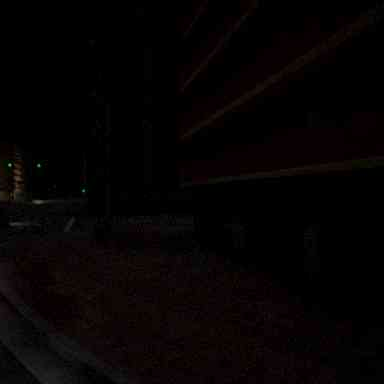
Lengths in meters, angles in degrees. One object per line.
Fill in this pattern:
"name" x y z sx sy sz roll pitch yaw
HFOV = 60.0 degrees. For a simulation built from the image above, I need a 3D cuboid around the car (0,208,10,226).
"car" -13.990 1.745 22.889 1.882 1.535 5.008 0 -1 -18
